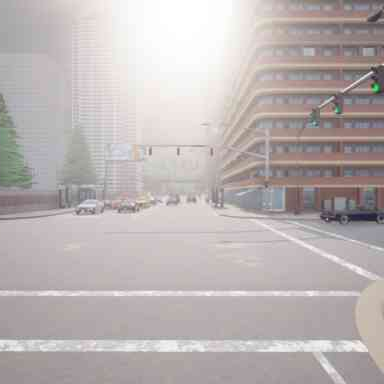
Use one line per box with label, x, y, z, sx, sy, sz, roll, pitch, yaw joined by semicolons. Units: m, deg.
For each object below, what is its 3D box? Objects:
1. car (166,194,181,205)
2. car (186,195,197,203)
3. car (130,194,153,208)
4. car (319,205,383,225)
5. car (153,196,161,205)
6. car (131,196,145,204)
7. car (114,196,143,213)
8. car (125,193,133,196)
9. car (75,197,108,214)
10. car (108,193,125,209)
car;-3.473;1.547;58.234;2.033;1.411;5.357;0;0;0
car;-0.089;1.350;69.723;2.097;1.767;4.553;0;0;0
car;-7.157;1.477;47.151;1.882;1.535;5.008;0;0;0
car;11.393;1.545;23.237;4.718;1.301;1.895;0;0;-13
car;-7.153;1.491;57.464;2.128;1.511;4.902;0;0;0
car;-10.615;1.504;65.430;1.837;1.490;4.892;0;0;0
car;-7.133;1.526;37.812;1.812;1.442;4.674;0;0;0
car;-10.662;1.221;54.267;2.150;2.045;5.566;0;0;0
car;-10.644;1.526;34.976;1.812;1.442;4.674;0;0;2
car;-10.654;1.352;43.923;2.097;1.767;4.553;0;0;0
